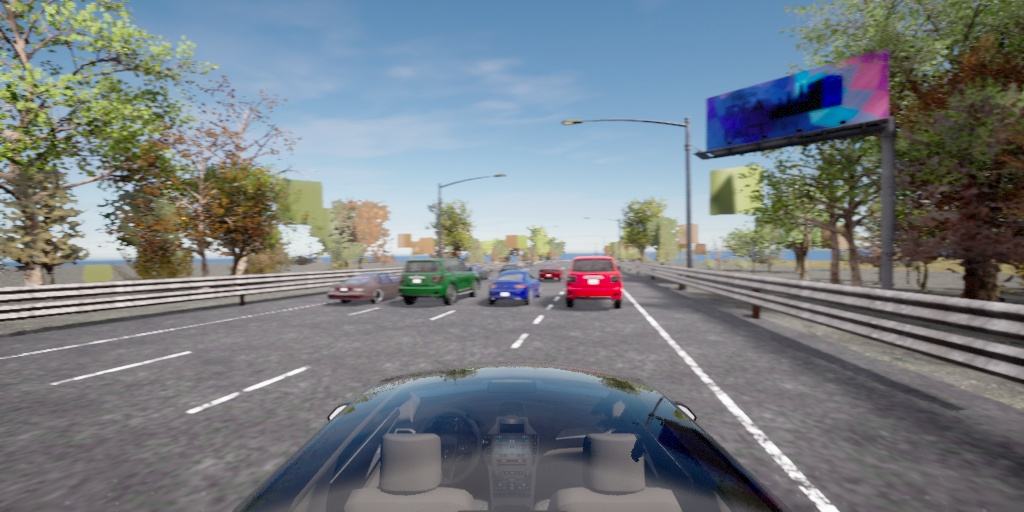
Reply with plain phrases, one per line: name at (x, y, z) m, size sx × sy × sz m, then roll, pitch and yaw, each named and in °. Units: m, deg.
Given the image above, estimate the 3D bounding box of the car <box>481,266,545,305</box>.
car at (0.219, 1.388, 16.776) m, size 1.812 × 1.442 × 4.674 m, roll -1°, pitch 0°, yaw 13°

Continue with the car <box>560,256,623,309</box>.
car at (3.550, 1.031, 15.668) m, size 2.150 × 2.045 × 5.566 m, roll -1°, pitch 0°, yaw 13°

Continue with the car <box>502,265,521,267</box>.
car at (0.077, 1.492, 32.112) m, size 1.837 × 1.490 × 4.892 m, roll -1°, pitch 0°, yaw 13°

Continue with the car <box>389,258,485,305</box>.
car at (-3.277, 1.124, 17.209) m, size 2.150 × 2.045 × 5.566 m, roll -1°, pitch 0°, yaw 13°

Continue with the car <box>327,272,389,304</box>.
car at (-6.698, 1.501, 17.928) m, size 2.033 × 1.411 × 5.357 m, roll -1°, pitch 0°, yaw 13°

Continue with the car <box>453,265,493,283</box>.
car at (-3.410, 1.577, 32.564) m, size 2.033 × 1.411 × 5.357 m, roll -1°, pitch 0°, yaw 13°

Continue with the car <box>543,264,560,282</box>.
car at (3.529, 1.417, 31.503) m, size 1.882 × 1.535 × 5.008 m, roll -1°, pitch 0°, yaw 13°
